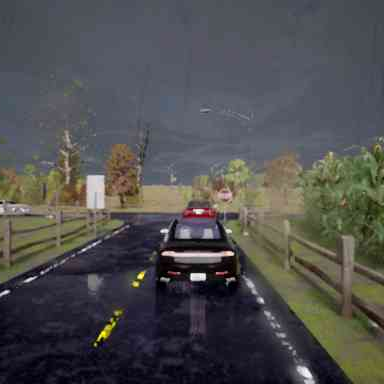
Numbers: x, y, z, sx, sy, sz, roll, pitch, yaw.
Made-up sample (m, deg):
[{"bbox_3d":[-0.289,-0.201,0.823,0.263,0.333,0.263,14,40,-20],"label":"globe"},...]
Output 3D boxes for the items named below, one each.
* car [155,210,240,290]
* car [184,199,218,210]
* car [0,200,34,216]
[{"bbox_3d":[0.126,1.456,8.997,2.128,1.511,4.902,0,0,0],"label":"car"},{"bbox_3d":[0.654,1.263,22.284,2.097,1.767,4.553,0,0,7],"label":"car"},{"bbox_3d":[-16.974,1.432,30.453,4.674,1.442,1.812,0,0,1],"label":"car"}]
